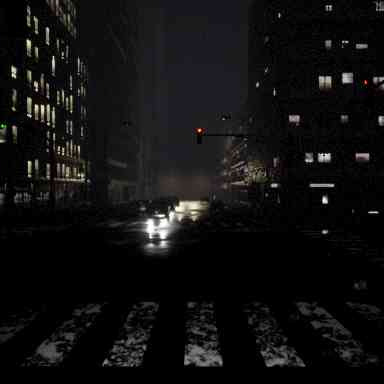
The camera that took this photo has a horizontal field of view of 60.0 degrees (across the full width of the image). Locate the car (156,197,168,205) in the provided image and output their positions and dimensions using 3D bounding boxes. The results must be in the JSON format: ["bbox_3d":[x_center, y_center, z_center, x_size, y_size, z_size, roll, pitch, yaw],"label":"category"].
[{"bbox_3d":[-5.557,1.566,61.270,1.802,1.307,4.206,-1,0,0],"label":"car"}]

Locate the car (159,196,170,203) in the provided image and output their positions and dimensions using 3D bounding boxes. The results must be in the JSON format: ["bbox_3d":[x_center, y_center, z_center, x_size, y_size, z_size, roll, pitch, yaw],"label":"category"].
[{"bbox_3d":[-5.544,1.528,66.925,1.887,1.381,4.507,-1,0,0],"label":"car"}]

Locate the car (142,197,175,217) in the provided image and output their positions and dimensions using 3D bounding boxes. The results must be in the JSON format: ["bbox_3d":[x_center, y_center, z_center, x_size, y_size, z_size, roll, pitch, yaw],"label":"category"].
[{"bbox_3d":[-3.028,1.482,30.978,2.128,1.511,4.902,0,0,0],"label":"car"}]

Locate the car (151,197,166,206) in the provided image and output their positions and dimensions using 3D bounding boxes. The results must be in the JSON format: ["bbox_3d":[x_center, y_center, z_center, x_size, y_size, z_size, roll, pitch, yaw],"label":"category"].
[{"bbox_3d":[-5.571,1.530,55.615,1.887,1.381,4.507,-1,0,0],"label":"car"}]

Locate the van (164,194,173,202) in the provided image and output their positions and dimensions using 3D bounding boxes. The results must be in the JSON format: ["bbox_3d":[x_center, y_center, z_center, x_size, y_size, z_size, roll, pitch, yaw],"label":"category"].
[{"bbox_3d":[-5.520,1.322,78.234,1.690,1.788,3.998,-1,0,0],"label":"van"}]

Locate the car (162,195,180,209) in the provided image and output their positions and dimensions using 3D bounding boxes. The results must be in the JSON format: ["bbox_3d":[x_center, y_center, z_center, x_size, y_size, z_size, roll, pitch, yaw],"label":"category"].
[{"bbox_3d":[-2.999,1.480,40.463,2.128,1.511,4.902,0,0,0],"label":"car"}]

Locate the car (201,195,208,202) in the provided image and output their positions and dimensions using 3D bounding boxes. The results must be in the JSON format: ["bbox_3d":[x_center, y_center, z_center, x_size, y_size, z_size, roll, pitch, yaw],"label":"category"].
[{"bbox_3d":[2.848,1.422,72.560,1.967,1.590,4.097,-1,0,0],"label":"car"}]

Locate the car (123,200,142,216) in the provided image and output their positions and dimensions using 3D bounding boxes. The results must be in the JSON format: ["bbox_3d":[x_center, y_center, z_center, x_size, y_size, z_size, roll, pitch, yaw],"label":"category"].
[{"bbox_3d":[-5.626,1.516,32.828,1.752,1.417,4.829,-1,0,0],"label":"car"}]

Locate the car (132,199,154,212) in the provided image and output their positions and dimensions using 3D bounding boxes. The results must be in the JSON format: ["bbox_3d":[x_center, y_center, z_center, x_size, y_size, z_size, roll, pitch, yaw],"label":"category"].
[{"bbox_3d":[-5.612,1.555,38.652,1.947,1.339,4.313,-1,0,0],"label":"car"}]

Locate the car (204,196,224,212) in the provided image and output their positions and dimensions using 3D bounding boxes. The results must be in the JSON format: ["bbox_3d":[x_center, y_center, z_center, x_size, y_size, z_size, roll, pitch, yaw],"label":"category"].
[{"bbox_3d":[2.768,1.540,38.632,2.008,1.369,4.403,-1,0,0],"label":"car"}]
